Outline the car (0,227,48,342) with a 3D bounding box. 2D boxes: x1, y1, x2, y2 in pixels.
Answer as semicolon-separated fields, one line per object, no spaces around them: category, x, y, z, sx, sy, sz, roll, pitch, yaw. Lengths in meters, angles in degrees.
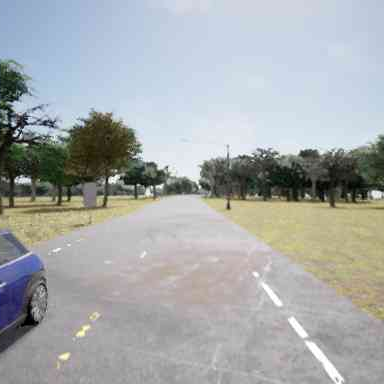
car;-3.593;1.340;3.988;2.097;1.767;4.553;0;0;0
